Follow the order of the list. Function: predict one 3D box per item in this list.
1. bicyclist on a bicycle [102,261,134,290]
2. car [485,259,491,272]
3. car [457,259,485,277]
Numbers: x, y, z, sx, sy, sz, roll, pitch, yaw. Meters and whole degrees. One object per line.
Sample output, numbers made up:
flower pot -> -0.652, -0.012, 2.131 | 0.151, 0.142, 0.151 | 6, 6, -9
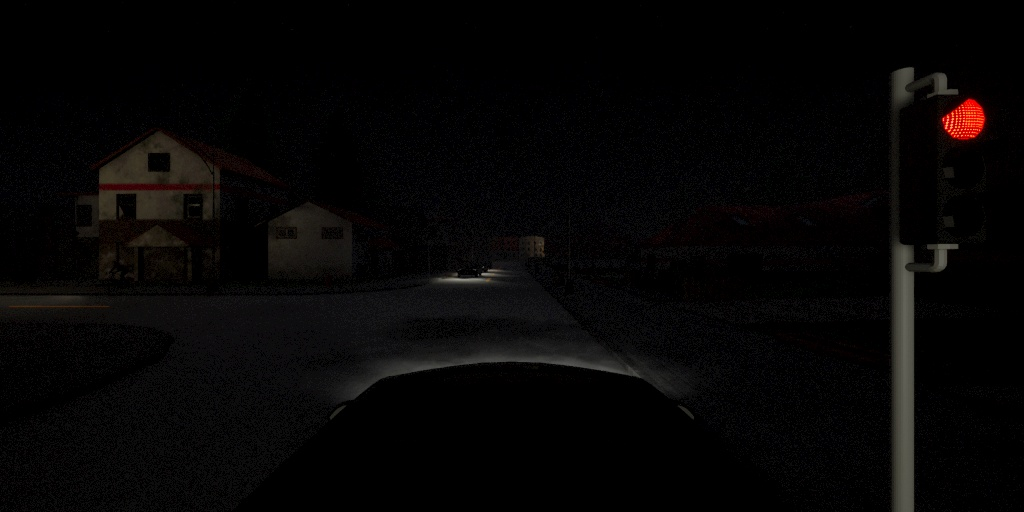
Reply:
bicyclist on a bicycle -> -22.540, 1.099, 20.531 | 0.582, 1.620, 1.656 | 0, 0, 0
car -> -4.094, 1.227, 44.968 | 1.882, 1.535, 5.008 | 0, 0, 0
car -> -4.115, 1.227, 35.314 | 1.882, 1.535, 5.008 | 0, 0, 2
